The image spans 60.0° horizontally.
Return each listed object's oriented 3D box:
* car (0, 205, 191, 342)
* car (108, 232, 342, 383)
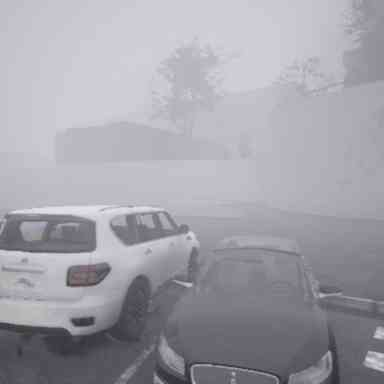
[{"bbox_3d":[-1.448,1.275,6.870,2.435,2.045,5.566,0,-1,16],"label":"car"},{"bbox_3d":[0.985,1.507,5.108,2.231,1.521,4.892,0,-1,15],"label":"car"}]
